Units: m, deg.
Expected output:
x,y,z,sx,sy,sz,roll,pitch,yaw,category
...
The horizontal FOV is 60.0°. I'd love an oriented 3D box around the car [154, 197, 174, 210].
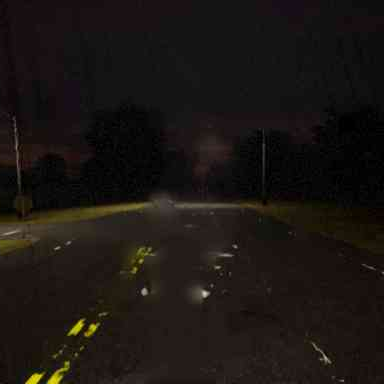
x,y,z,sx,sy,sz,roll,pitch,yaw,category
-3.171,1.301,38.417,1.895,1.301,4.718,0,1,2,car
